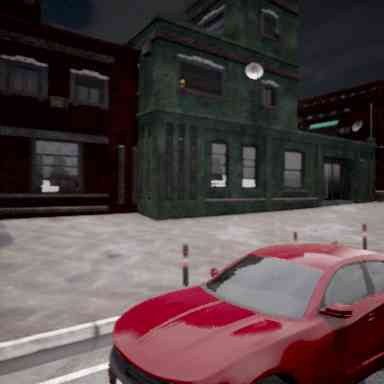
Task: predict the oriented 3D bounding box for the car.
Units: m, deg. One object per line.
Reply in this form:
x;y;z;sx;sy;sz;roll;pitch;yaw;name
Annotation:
1.422;1.478;4.381;5.008;1.535;1.882;0;0;-35;car
